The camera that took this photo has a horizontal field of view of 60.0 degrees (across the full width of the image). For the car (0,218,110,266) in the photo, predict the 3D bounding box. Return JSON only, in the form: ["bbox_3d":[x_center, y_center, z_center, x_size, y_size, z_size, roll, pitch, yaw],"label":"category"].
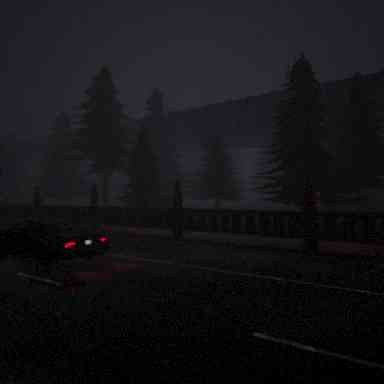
[{"bbox_3d":[-5.309,1.660,11.973,5.357,1.411,2.033,-1,0,36],"label":"car"}]
